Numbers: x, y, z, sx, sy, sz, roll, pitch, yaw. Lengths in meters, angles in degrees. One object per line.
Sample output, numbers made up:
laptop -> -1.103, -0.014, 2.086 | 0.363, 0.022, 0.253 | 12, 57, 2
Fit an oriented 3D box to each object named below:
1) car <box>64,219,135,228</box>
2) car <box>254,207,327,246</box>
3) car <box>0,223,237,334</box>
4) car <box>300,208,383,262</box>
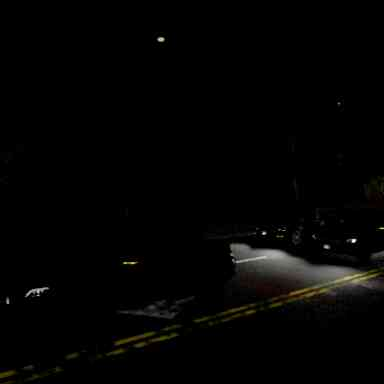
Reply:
car -> -2.777, 1.533, 9.660 | 5.357, 1.411, 2.033 | 0, 0, -35
car -> 4.960, 1.460, 15.158 | 4.892, 1.490, 1.837 | 0, 0, -35
car -> -1.137, 1.513, 6.847 | 4.674, 1.442, 1.812 | 0, 0, -35
car -> 6.252, 1.484, 12.092 | 4.674, 1.442, 1.812 | 0, 0, -35
